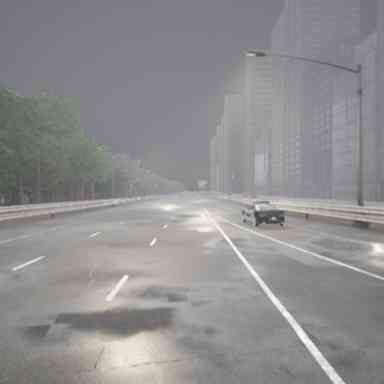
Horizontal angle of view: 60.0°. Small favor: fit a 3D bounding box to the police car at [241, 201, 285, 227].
[{"bbox_3d":[4.827,1.473,23.371,1.930,1.638,5.238,0,0,-6],"label":"police car"}]
